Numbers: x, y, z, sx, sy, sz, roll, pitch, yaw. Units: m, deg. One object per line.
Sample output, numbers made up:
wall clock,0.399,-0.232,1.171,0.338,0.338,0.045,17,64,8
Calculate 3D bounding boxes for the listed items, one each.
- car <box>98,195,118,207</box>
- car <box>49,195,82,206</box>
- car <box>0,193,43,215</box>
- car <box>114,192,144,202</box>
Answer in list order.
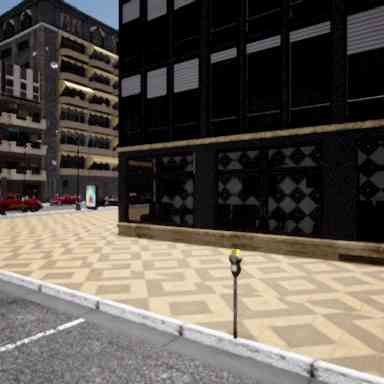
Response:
car,-9.270,1.051,37.900,1.947,1.339,4.313,1,2,35
car,-16.166,1.047,42.663,1.802,1.307,4.206,2,2,35
car,-15.642,1.008,28.813,2.192,1.841,5.009,1,2,35
car,-9.795,0.807,51.741,2.008,1.369,4.403,2,2,35
